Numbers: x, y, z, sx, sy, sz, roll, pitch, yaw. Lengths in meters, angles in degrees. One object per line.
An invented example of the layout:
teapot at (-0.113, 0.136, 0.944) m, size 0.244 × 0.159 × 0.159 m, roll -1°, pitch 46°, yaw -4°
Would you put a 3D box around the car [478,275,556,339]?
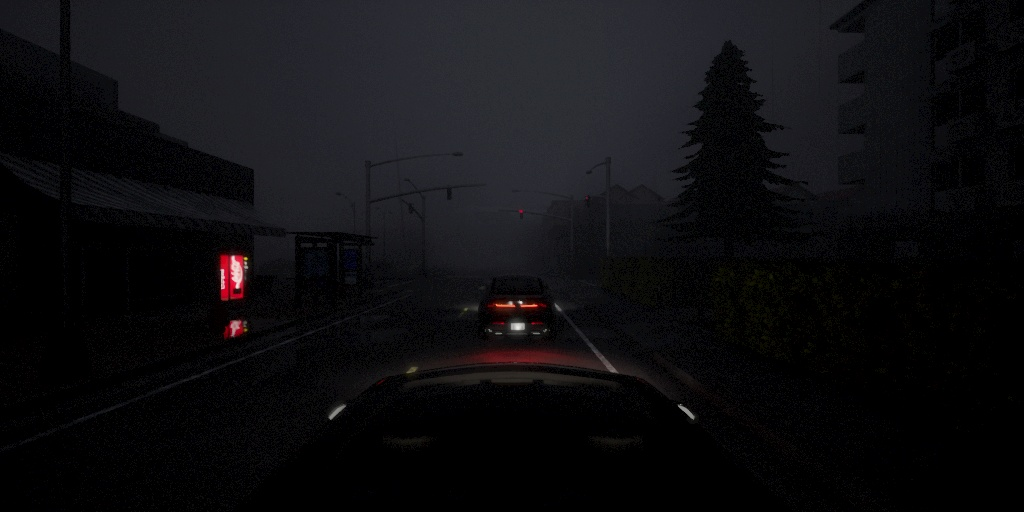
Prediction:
car at (0.118, 1.255, 10.050) m, size 1.837 × 1.490 × 4.892 m, roll 0°, pitch 0°, yaw 0°
